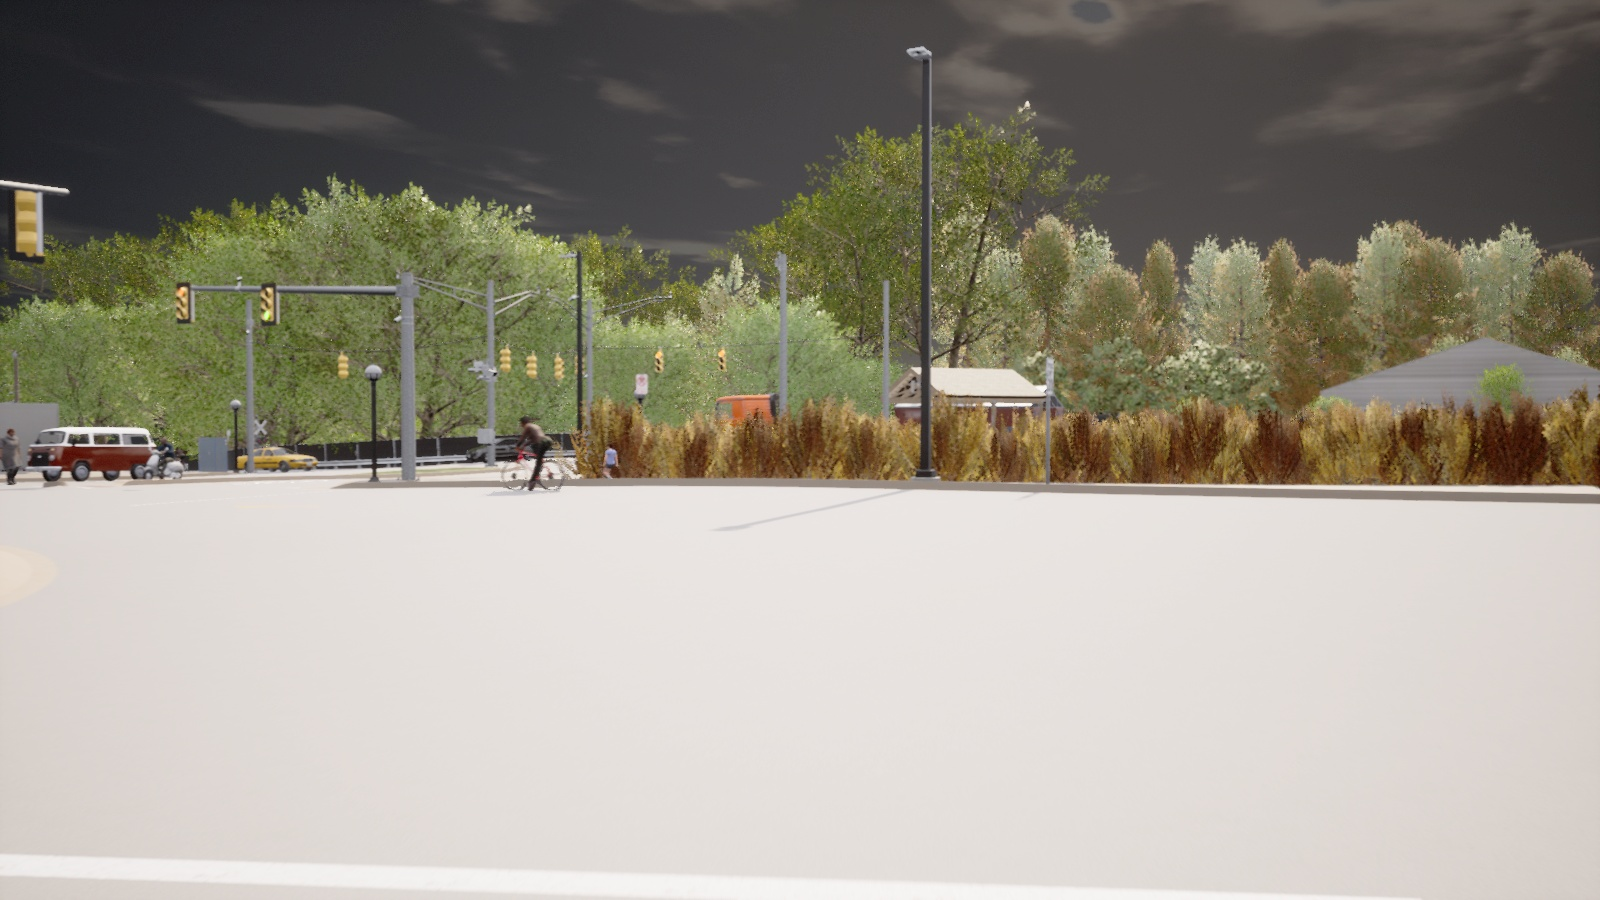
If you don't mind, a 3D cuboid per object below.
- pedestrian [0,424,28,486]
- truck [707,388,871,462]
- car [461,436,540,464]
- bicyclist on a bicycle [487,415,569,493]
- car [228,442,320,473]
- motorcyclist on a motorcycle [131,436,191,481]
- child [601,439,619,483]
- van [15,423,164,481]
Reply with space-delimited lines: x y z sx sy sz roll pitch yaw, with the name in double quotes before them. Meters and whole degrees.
"pedestrian" -25.208 0.137 40.009 0.873 1.952 0.659 1 2 26
"truck" -0.638 -1.204 62.755 7.936 3.462 2.891 -1 2 37
"car" -17.987 -0.037 75.541 4.193 1.474 1.816 -3 2 -38
"bicyclist on a bicycle" -5.804 0.086 26.821 1.656 1.620 0.582 -1 2 26
"car" -30.075 0.430 71.751 5.366 1.575 1.801 -1 1 28
"motorcyclist on a motorcycle" -22.908 0.305 45.044 0.866 1.590 1.817 0 0 19
"child" -4.825 0.270 31.888 0.394 1.110 0.255 2 2 43
"van" -26.352 0.111 46.742 2.069 2.038 4.480 -1 -1 22
